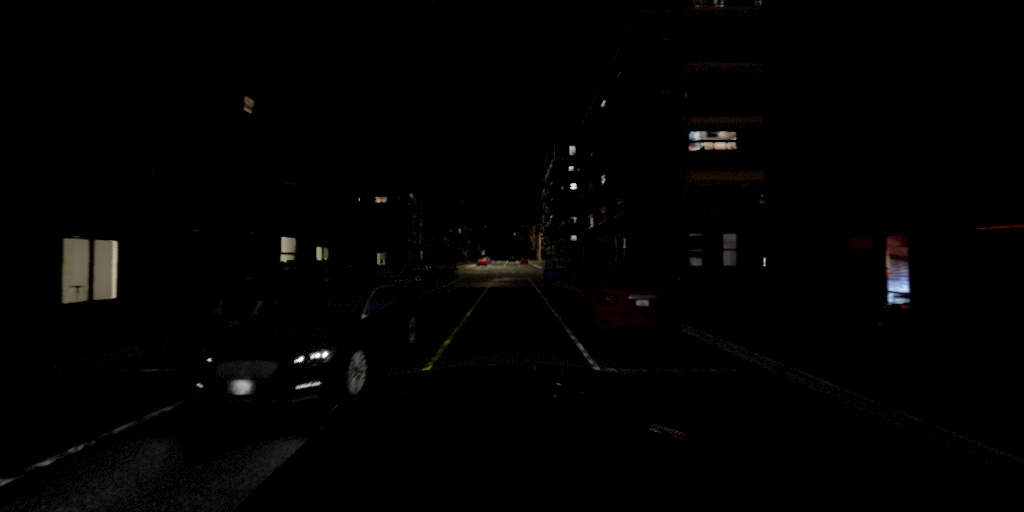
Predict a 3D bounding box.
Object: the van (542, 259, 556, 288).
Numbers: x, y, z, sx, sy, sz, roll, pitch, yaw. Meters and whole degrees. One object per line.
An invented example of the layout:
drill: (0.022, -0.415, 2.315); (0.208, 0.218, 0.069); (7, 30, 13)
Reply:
van: (2.693, 1.080, 20.642); (1.690, 1.789, 3.998); (0, 0, 0)

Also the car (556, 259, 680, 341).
car: (2.692, 1.060, 9.828); (2.192, 1.841, 5.009); (0, 0, 0)

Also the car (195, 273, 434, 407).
car: (-3.099, 1.239, 6.559); (2.128, 1.511, 4.902); (0, 0, 0)

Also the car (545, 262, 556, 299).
car: (2.692, 1.182, 15.235); (1.967, 1.591, 4.097); (0, 0, 0)

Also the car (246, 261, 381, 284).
car: (-5.689, 1.061, 9.835); (2.192, 1.841, 5.009); (0, 0, 0)

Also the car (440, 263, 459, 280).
car: (-5.689, 1.285, 31.464); (2.007, 1.370, 4.403); (0, 0, 0)

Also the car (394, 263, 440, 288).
car: (-5.688, 1.180, 20.650); (1.967, 1.591, 4.097); (0, 0, 0)
